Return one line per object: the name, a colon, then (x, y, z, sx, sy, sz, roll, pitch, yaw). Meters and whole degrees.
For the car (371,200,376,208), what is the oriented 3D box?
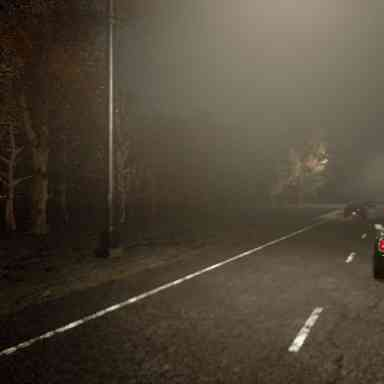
car: (27.749, 1.921, 52.142, 2.033, 1.411, 5.357, 0, -1, 31)

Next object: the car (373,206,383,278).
car: (6.636, 1.426, 9.864, 2.097, 1.767, 4.553, 0, -1, 31)

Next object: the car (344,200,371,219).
car: (16.122, 1.744, 32.623, 1.837, 1.490, 4.892, 0, -1, 31)
